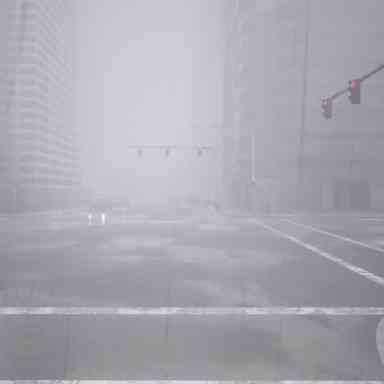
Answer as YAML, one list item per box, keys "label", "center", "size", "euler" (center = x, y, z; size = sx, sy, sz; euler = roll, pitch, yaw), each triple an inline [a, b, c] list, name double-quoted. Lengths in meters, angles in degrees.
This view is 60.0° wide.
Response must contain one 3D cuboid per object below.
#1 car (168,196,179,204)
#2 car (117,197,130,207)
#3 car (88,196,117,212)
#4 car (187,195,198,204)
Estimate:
- label: "car"
  center: [-3.529, 1.492, 63.182]
  size: [2.128, 1.511, 4.902]
  euler: [0, 0, 0]
- label: "car"
  center: [-10.610, 1.526, 50.051]
  size: [1.812, 1.442, 4.674]
  euler: [0, 0, 0]
- label: "car"
  center: [-10.617, 1.505, 39.384]
  size: [1.837, 1.490, 4.892]
  euler: [0, 0, 0]
- label: "car"
  center: [0.074, 1.352, 63.510]
  size: [2.097, 1.767, 4.553]
  euler: [0, 0, 0]
